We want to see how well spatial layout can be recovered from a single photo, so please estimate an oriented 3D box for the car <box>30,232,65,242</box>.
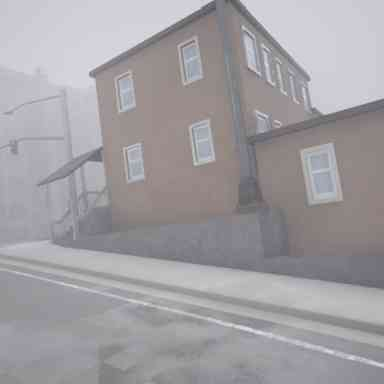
[{"bbox_3d":[-11.715,4.285,29.093,1.837,1.490,4.892,-12,-11,35],"label":"car"}]
